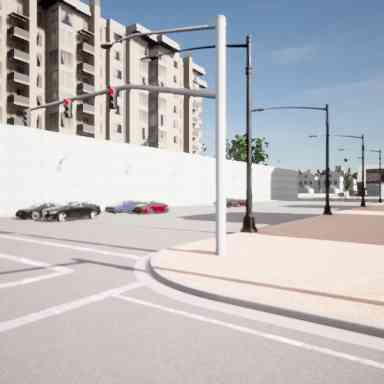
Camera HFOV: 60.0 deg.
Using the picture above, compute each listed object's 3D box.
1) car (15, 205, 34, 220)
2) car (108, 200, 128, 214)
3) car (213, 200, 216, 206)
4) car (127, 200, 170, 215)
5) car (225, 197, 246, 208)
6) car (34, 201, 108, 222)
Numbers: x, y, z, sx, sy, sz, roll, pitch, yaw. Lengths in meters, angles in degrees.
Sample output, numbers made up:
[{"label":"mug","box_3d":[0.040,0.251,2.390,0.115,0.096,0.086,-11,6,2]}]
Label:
[{"label":"car","box_3d":[-12.702,1.572,28.410,1.994,1.385,4.181,0,0,35]},{"label":"car","box_3d":[-7.007,1.556,36.365,2.033,1.411,5.357,0,0,36]},{"label":"car","box_3d":[5.164,1.500,53.246,2.128,1.511,4.902,0,0,36]},{"label":"car","box_3d":[-4.178,1.571,34.288,1.994,1.385,4.181,0,0,37]},{"label":"car","box_3d":[6.318,1.571,48.884,1.994,1.385,4.181,0,0,36]},{"label":"car","box_3d":[-9.603,1.499,26.736,2.128,1.511,4.902,0,0,36]}]
